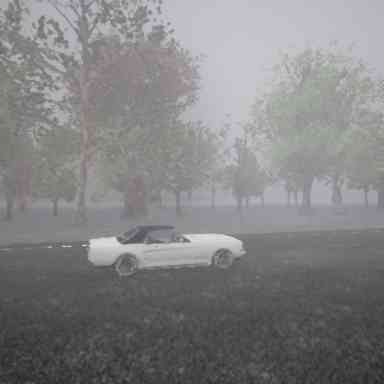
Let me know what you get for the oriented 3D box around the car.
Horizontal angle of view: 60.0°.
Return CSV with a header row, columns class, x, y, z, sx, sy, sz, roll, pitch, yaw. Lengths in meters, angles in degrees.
class,x,y,z,sx,sy,sz,roll,pitch,yaw
car,-0.783,1.702,10.396,4.718,1.301,1.895,0,0,-18
